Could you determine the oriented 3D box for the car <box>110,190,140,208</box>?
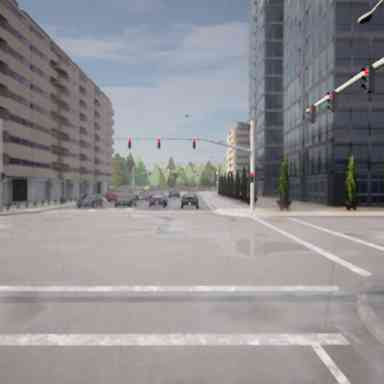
[{"bbox_3d":[-7.418,0.915,37.459,1.837,1.490,4.892,0,1,0],"label":"car"}]

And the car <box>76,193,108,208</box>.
[{"bbox_3d":[-10.916,0.939,35.832,1.837,1.490,4.892,0,2,0],"label":"car"}]

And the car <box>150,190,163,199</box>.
[{"bbox_3d":[-7.053,0.441,66.344,1.882,1.535,5.008,0,1,1],"label":"car"}]

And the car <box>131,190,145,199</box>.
[{"bbox_3d":[-10.571,0.450,65.412,1.882,1.535,5.008,0,1,1],"label":"car"}]

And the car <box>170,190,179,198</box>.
[{"bbox_3d":[-3.536,0.316,65.985,2.097,1.767,4.553,0,1,1],"label":"car"}]

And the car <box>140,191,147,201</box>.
[{"bbox_3d":[-7.311,0.705,50.043,2.128,1.511,4.902,0,1,1],"label":"car"}]

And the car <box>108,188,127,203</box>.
[{"bbox_3d":[-10.832,0.457,48.771,2.150,2.045,5.566,0,1,1],"label":"car"}]

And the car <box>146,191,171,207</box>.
[{"bbox_3d":[-3.728,0.931,37.824,1.812,1.442,4.674,0,1,0],"label":"car"}]

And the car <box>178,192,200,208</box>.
[{"bbox_3d":[-0.230,0.925,36.873,1.837,1.490,4.892,0,1,0],"label":"car"}]

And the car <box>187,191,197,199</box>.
[{"bbox_3d":[-0.040,0.567,65.881,1.895,1.301,4.718,0,1,1],"label":"car"}]
